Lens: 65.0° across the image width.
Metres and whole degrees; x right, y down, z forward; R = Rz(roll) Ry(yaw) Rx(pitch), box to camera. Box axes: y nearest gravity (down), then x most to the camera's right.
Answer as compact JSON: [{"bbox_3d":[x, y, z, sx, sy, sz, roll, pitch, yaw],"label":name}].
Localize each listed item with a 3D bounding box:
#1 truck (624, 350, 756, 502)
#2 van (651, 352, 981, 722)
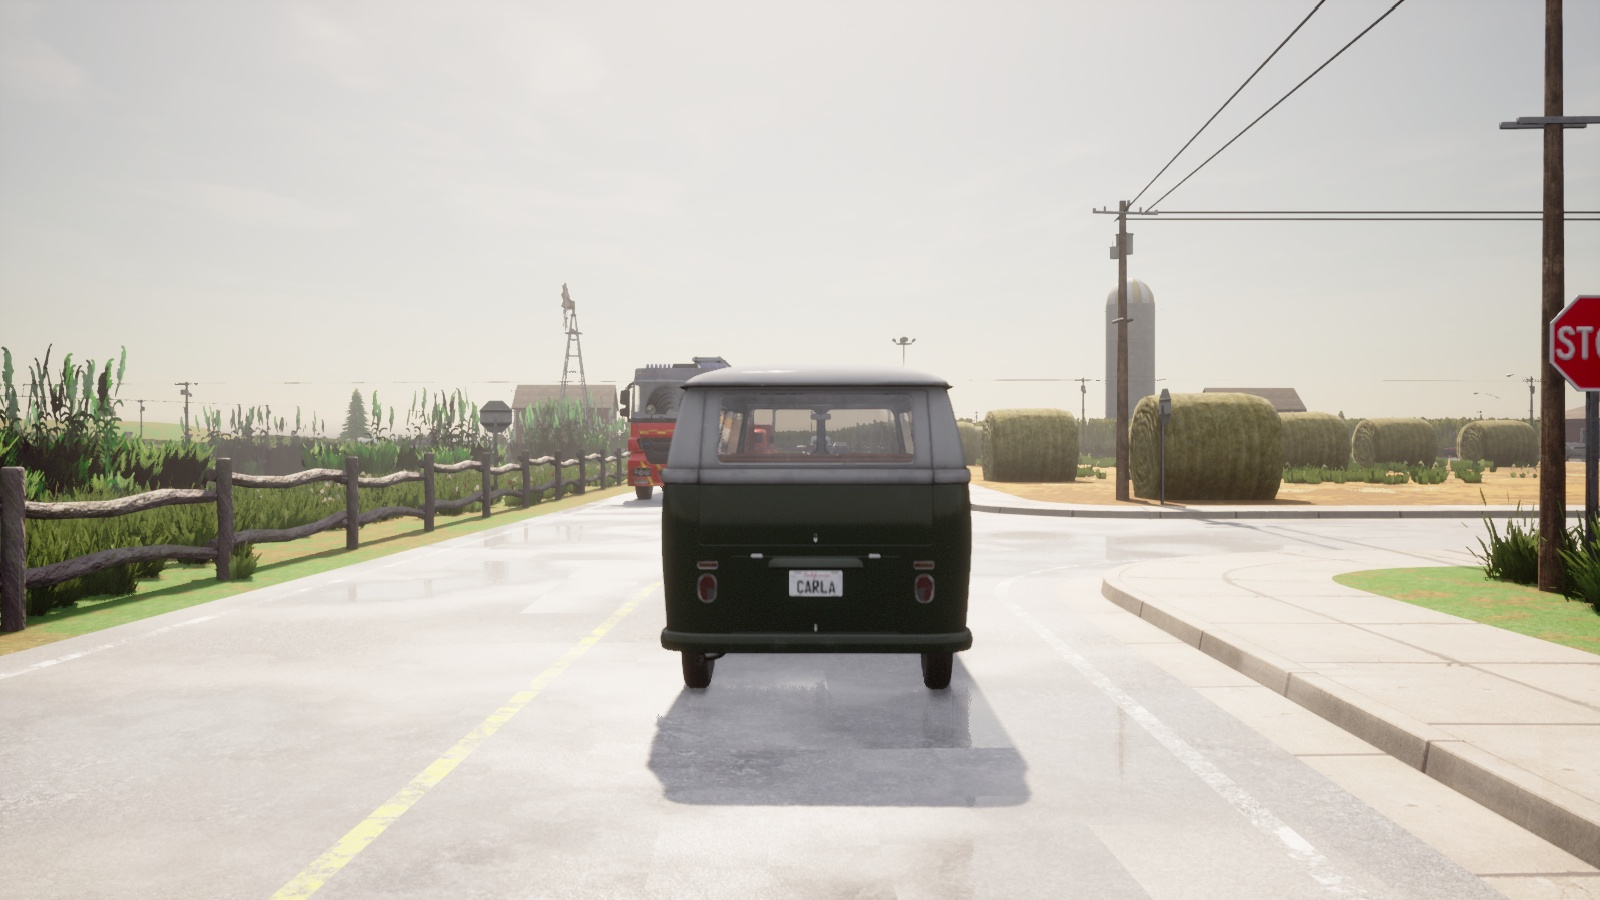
[{"bbox_3d":[-2.909,-0.621,35.678,2.891,3.827,8.468,0,0,1],"label":"truck"},{"bbox_3d":[0.138,0.450,8.991,1.775,1.987,4.442,0,0,1],"label":"van"}]
